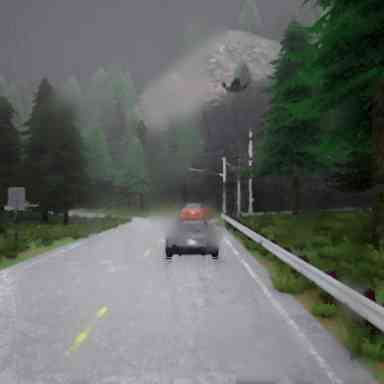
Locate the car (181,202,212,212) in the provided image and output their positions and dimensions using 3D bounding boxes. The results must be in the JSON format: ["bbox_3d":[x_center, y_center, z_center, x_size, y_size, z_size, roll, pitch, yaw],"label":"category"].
[{"bbox_3d":[0.449,1.662,28.302,2.097,1.767,4.553,0,-1,11],"label":"car"}]

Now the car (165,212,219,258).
[{"bbox_3d":[0.010,1.712,13.387,1.994,1.385,4.181,0,-1,0],"label":"car"}]
